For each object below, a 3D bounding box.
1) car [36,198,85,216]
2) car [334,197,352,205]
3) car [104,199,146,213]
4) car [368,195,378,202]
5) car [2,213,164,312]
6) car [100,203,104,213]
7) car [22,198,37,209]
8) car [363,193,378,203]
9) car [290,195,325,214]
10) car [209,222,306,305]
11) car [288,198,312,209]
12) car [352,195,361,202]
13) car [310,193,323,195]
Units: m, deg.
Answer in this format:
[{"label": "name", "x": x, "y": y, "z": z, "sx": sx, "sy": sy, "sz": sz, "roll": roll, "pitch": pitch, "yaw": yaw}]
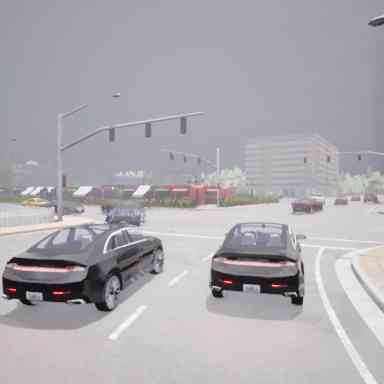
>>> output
[{"label": "car", "x": -12.889, "y": 1.543, "z": 33.367, "sx": 4.902, "sy": 1.511, "sz": 2.128, "roll": 0, "pitch": 0, "yaw": 32}, {"label": "car", "x": 25.655, "y": 1.518, "z": 56.922, "sx": 1.812, "sy": 1.442, "sz": 4.674, "roll": 0, "pitch": 0, "yaw": 31}, {"label": "car", "x": -4.382, "y": 1.371, "z": 23.006, "sx": 2.097, "sy": 1.767, "sz": 4.553, "roll": 0, "pitch": -1, "yaw": -2}, {"label": "car", "x": 42.086, "y": 1.514, "z": 77.344, "sx": 1.812, "sy": 1.442, "sz": 4.674, "roll": 0, "pitch": 0, "yaw": 31}, {"label": "car", "x": -2.081, "y": 1.491, "z": 7.816, "sx": 2.128, "sy": 1.511, "sz": 4.902, "roll": 0, "pitch": 0, "yaw": 12}, {"label": "car", "x": -7.113, "y": 1.529, "z": 33.936, "sx": 5.008, "sy": 1.535, "sz": 1.882, "roll": 0, "pitch": 0, "yaw": 31}, {"label": "car", "x": -19.062, "y": 1.528, "z": 41.311, "sx": 5.008, "sy": 1.535, "sz": 1.882, "roll": 0, "pitch": 0, "yaw": 32}, {"label": "car", "x": 36.576, "y": 1.216, "z": 68.305, "sx": 2.150, "sy": 2.045, "sz": 5.566, "roll": 0, "pitch": 0, "yaw": 31}, {"label": "car", "x": 12.572, "y": 1.497, "z": 36.047, "sx": 1.882, "sy": 1.535, "sz": 5.008, "roll": 1, "pitch": 2, "yaw": 41}, {"label": "car", "x": 1.735, "y": 1.491, "z": 8.212, "sx": 2.128, "sy": 1.511, "sz": 4.902, "roll": 0, "pitch": 0, "yaw": 16}, {"label": "car", "x": 15.436, "y": 1.541, "z": 47.260, "sx": 2.033, "sy": 1.411, "sz": 5.357, "roll": 0, "pitch": 0, "yaw": 31}, {"label": "car", "x": 39.072, "y": 1.515, "z": 79.125, "sx": 2.128, "sy": 1.511, "sz": 4.902, "roll": 0, "pitch": 0, "yaw": 31}, {"label": "car", "x": 21.048, "y": 1.214, "z": 56.430, "sx": 2.150, "sy": 2.045, "sz": 5.566, "roll": 0, "pitch": 0, "yaw": 31}]
